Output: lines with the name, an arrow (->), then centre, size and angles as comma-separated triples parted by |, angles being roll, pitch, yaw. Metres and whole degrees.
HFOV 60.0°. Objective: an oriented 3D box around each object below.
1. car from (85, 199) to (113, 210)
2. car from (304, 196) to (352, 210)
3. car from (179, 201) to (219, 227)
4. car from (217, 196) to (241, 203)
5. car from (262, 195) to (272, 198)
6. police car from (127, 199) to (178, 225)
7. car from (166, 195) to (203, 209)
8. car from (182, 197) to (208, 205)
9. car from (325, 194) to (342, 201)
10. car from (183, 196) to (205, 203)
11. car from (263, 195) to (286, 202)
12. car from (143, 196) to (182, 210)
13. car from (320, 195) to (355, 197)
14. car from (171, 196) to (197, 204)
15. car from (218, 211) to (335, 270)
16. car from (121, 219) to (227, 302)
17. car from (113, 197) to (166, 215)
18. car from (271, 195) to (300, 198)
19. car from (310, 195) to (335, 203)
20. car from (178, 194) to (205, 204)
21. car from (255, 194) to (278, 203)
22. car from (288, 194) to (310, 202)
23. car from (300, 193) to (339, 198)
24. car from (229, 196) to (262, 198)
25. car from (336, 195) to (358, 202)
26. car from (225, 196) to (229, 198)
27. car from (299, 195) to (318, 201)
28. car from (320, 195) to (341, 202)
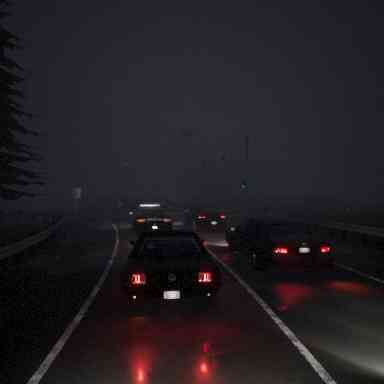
car -> -11.147, 1.552, 43.337 | 5.357, 1.411, 2.033 | 0, 0, -20
car -> 17.410, 1.547, 42.850 | 5.357, 1.411, 2.033 | 0, 0, -21
car -> 0.678, 1.526, 20.467 | 1.812, 1.442, 4.674 | 0, 0, -13
car -> 7.797, 1.524, 69.257 | 4.674, 1.442, 1.812 | 0, 0, -21
car -> 17.804, 1.540, 69.278 | 5.357, 1.411, 2.033 | 0, 0, -21
police car -> -2.267, 1.425, 17.776 | 1.930, 1.638, 5.238 | 0, 0, -13
car -> -1.092, 1.494, 39.637 | 4.902, 1.511, 2.128 | 0, 0, -21
car -> 0.497, 1.564, 59.139 | 4.181, 1.385, 1.994 | 0, 0, -21
car -> 37.004, 1.325, 86.797 | 4.553, 1.767, 2.097 | 0, 0, -35
car -> 0.331, 1.552, 70.190 | 4.181, 1.385, 1.994 | 0, 0, -21
car -> 19.140, 1.500, 77.259 | 4.892, 1.490, 1.837 | 0, 0, -21
car -> -3.751, 1.354, 42.377 | 4.553, 1.767, 2.097 | 0, 0, -21
car -> 22.729, 1.601, 52.327 | 4.718, 1.301, 1.895 | 0, 0, -21
car -> -1.583, 1.491, 65.810 | 4.902, 1.511, 2.128 | 0, 0, -20
car -> 2.542, 1.547, 11.065 | 2.033, 1.411, 5.357 | 0, 0, -8
car -> -0.601, 1.601, 8.312 | 1.895, 1.301, 4.718 | 0, 0, -6
car -> -5.441, 1.356, 34.263 | 4.553, 1.767, 2.097 | 0, 0, -21
car -> 18.669, 1.525, 65.886 | 4.674, 1.442, 1.812 | 0, 0, -20
car -> 27.118, 1.478, 69.089 | 5.008, 1.535, 1.882 | 0, 0, -21
car -> -0.060, 1.352, 62.669 | 4.553, 1.767, 2.097 | 0, 0, -22
car -> 16.221, 1.355, 72.422 | 4.553, 1.767, 2.097 | 0, 0, -21
car -> 24.278, 1.355, 75.501 | 4.553, 1.767, 2.097 | 0, 0, -21
car -> 21.374, 1.223, 55.557 | 5.566, 2.045, 2.150 | 0, 0, -21
car -> 10.142, 1.505, 62.743 | 4.892, 1.490, 1.837 | 0, 0, -20
car -> 36.141, 1.540, 77.654 | 5.357, 1.411, 2.033 | 0, 0, -31
car -> 8.974, 1.525, 66.013 | 4.674, 1.442, 1.812 | 0, 0, -20
car -> 28.406, 1.552, 81.251 | 4.181, 1.385, 1.994 | 0, 0, -27
car -> 33.397, 1.525, 80.048 | 4.902, 1.511, 2.128 | 0, 0, -31
